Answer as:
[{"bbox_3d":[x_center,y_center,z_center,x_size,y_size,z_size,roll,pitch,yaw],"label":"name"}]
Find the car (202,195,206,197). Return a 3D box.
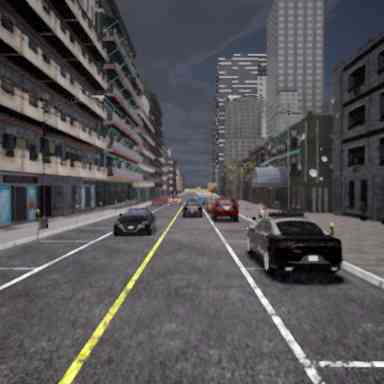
[{"bbox_3d":[2.665,1.684,61.018,1.802,1.307,4.206,-1,0,0],"label":"car"}]

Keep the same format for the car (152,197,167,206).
[{"bbox_3d":[-5.714,1.677,55.391,1.802,1.307,4.206,-1,0,0],"label":"car"}]

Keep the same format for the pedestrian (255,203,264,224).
[{"bbox_3d":[2.886,1.321,13.808,0.375,1.860,0.375,-1,1,0],"label":"pedestrian"}]

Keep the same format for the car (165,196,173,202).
[{"bbox_3d":[-5.720,1.709,83.292,1.802,1.307,4.206,-1,0,0],"label":"car"}]

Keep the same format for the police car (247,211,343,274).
[{"bbox_3d":[2.998,1.447,10.815,1.930,1.638,5.238,0,0,0],"label":"police car"}]

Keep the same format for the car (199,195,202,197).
[{"bbox_3d":[0.039,1.558,45.570,1.882,1.535,5.008,0,0,1],"label":"car"}]

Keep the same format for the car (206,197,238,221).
[{"bbox_3d":[2.634,1.367,27.539,2.192,1.841,5.009,-1,0,0],"label":"car"}]

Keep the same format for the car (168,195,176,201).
[{"bbox_3d":[-5.723,1.689,94.455,2.008,1.369,4.403,-1,0,0],"label":"car"}]

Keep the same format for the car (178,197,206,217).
[{"bbox_3d":[0.066,1.550,32.458,2.128,1.511,4.902,0,0,0],"label":"car"}]

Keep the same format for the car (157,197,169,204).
[{"bbox_3d":[-5.717,1.653,66.551,1.887,1.381,4.507,-1,0,0],"label":"car"}]

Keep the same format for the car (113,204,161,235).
[{"bbox_3d":[-3.103,1.600,18.811,1.994,1.385,4.181,0,0,0],"label":"car"}]

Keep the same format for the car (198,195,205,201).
[{"bbox_3d":[2.658,1.682,94.498,1.887,1.381,4.507,-1,0,0],"label":"car"}]

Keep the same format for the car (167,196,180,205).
[{"bbox_3d":[-3.042,1.454,61.288,2.097,1.767,4.553,0,0,1],"label":"car"}]
